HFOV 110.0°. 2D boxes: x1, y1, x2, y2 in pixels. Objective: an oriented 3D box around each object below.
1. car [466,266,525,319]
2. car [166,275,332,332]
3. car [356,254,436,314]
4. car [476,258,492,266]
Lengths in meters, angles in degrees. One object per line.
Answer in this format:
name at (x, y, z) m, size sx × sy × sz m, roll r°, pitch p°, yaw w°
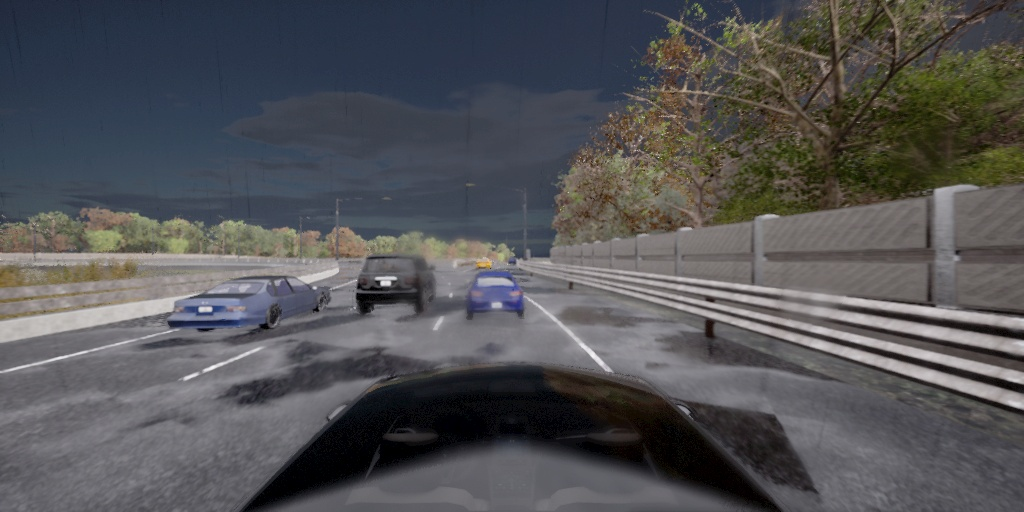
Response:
car at (-0.629, 1.238, 12.547) m, size 1.812 × 1.442 × 4.674 m, roll 0°, pitch 0°, yaw -5°
car at (-7.446, 1.293, 10.928) m, size 2.033 × 1.411 × 5.357 m, roll 0°, pitch 0°, yaw -5°
car at (-4.280, 0.943, 13.942) m, size 2.150 × 2.045 × 5.566 m, roll 0°, pitch 0°, yaw -7°
car at (-3.812, 1.063, 49.737) m, size 1.882 × 1.535 × 5.008 m, roll 0°, pitch 0°, yaw 0°
